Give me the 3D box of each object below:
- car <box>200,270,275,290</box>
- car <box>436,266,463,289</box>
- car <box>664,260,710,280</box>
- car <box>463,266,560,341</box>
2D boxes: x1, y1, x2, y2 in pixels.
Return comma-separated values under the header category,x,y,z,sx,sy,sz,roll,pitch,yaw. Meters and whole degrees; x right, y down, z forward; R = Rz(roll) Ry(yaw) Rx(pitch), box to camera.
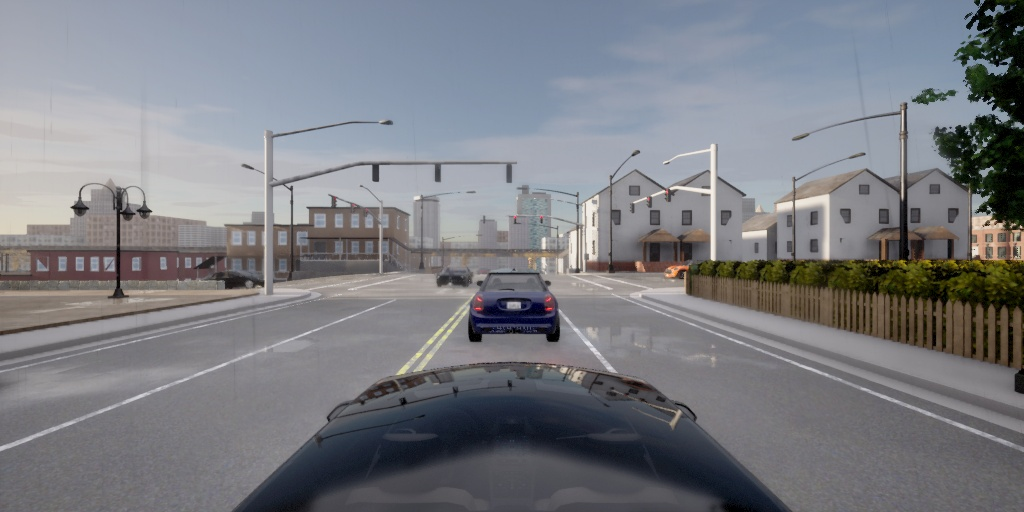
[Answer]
category,x,y,z,sx,sy,sz,roll,pitch,yaw
car,-20.511,1.789,26.815,4.892,1.490,1.837,-5,0,-1
car,-3.648,1.328,23.378,1.895,1.301,4.718,0,0,0
car,15.717,1.102,31.105,4.553,1.767,2.097,0,0,-1
car,0.054,1.102,10.009,2.097,1.767,4.553,0,0,0
